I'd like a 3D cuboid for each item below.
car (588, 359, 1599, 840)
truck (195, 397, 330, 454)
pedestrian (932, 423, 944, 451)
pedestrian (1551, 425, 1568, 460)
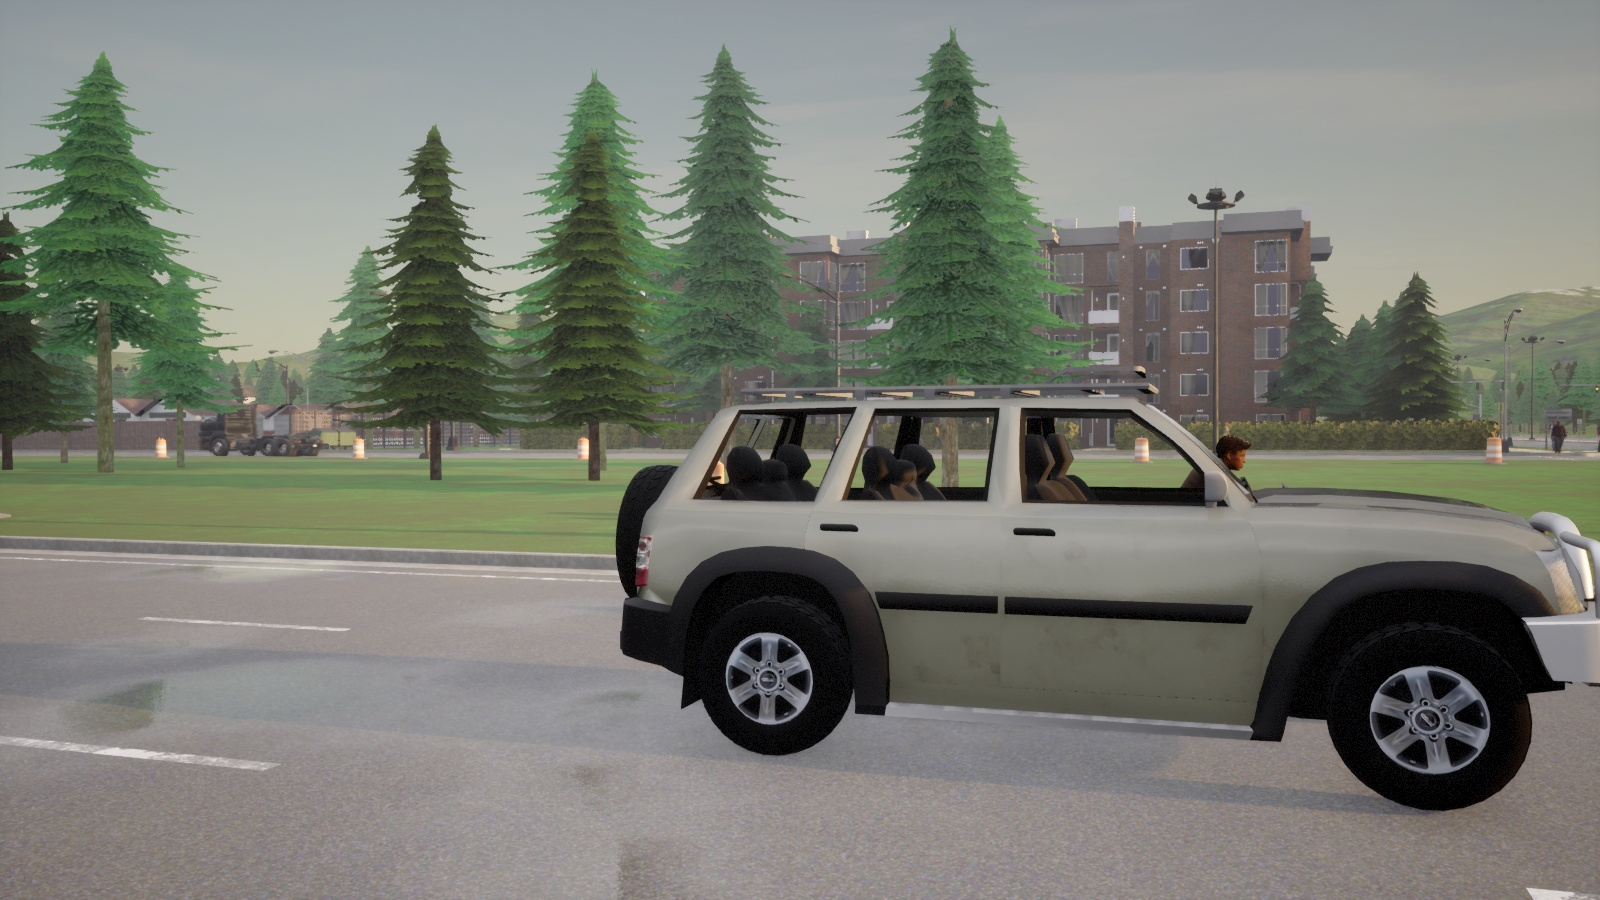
[{"bbox_3d":[1.444,0.546,6.396,4.605,1.855,1.932,1,1,18],"label":"car"},{"bbox_3d":[-34.059,-1.558,79.610,7.936,3.462,2.891,1,1,19],"label":"truck"},{"bbox_3d":[9.218,-0.854,83.952,0.726,1.835,0.370,1,1,19],"label":"pedestrian"},{"bbox_3d":[41.075,-0.417,67.949,0.634,1.844,0.899,1,1,22],"label":"pedestrian"}]
